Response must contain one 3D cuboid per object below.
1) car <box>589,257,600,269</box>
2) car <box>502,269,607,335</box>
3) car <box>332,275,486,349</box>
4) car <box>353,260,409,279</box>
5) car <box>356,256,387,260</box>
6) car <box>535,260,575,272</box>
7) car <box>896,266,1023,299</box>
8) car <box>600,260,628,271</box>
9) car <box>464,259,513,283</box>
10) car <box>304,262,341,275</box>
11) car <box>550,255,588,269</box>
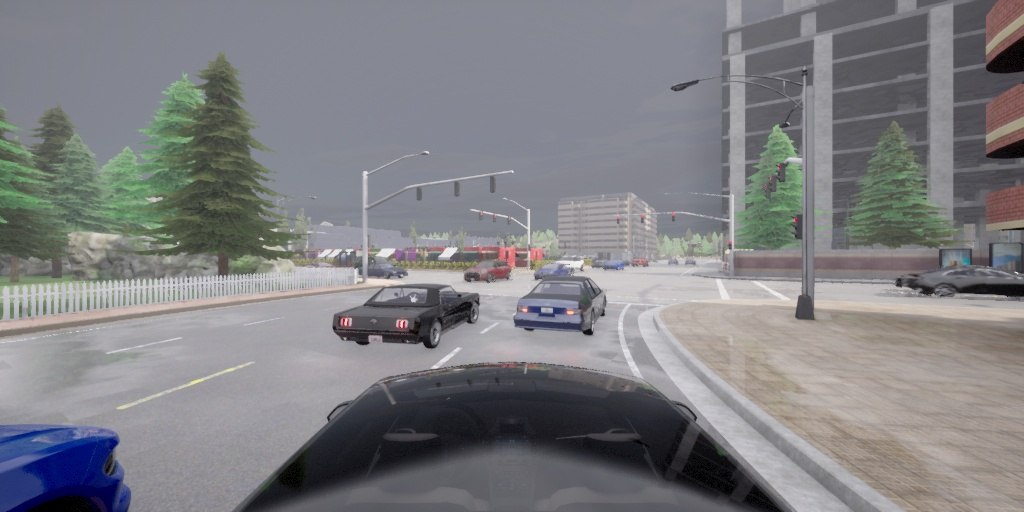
[{"bbox_3d":[13.651,1.312,55.397,1.994,1.385,4.181,0,0,30],"label":"car"},{"bbox_3d":[1.666,1.297,10.612,2.033,1.411,5.357,0,0,20],"label":"car"},{"bbox_3d":[-2.268,1.351,9.251,1.895,1.301,4.718,0,0,11],"label":"car"},{"bbox_3d":[-12.063,1.352,33.165,5.357,1.411,2.033,0,0,31],"label":"car"},{"bbox_3d":[-14.709,1.026,38.756,5.566,2.045,2.150,0,0,30],"label":"car"},{"bbox_3d":[3.511,1.320,30.527,1.812,1.442,4.674,0,0,30],"label":"car"},{"bbox_3d":[22.437,1.296,17.267,4.902,1.511,2.128,0,0,30],"label":"car"},{"bbox_3d":[13.998,1.227,48.948,1.882,1.535,5.008,0,0,30],"label":"car"},{"bbox_3d":[-1.805,1.143,28.259,2.097,1.767,4.553,0,0,30],"label":"car"},{"bbox_3d":[-20.102,1.330,37.834,4.674,1.442,1.812,0,0,30],"label":"car"},{"bbox_3d":[7.075,0.974,43.858,2.150,2.045,5.566,0,0,30],"label":"car"}]
